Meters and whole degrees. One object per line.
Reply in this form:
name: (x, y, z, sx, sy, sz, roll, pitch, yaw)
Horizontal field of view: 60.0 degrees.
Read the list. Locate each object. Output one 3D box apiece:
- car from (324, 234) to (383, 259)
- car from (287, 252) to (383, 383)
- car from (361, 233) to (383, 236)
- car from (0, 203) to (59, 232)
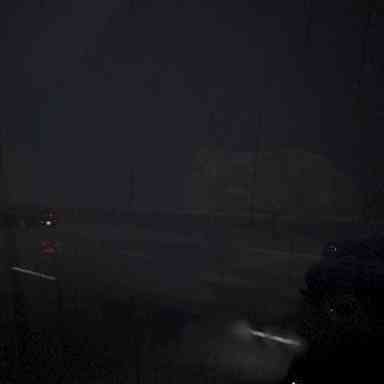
car: (4.239, 1.601, 5.267, 4.718, 1.301, 1.895, 0, 0, 36)
car: (3.006, 1.507, 1.848, 4.892, 1.490, 1.837, 0, 0, 36)
car: (5.961, 1.478, 8.339, 5.008, 1.535, 1.882, 0, 0, 36)
car: (-9.810, 1.421, 19.591, 4.892, 1.490, 1.837, 1, 0, 36)
